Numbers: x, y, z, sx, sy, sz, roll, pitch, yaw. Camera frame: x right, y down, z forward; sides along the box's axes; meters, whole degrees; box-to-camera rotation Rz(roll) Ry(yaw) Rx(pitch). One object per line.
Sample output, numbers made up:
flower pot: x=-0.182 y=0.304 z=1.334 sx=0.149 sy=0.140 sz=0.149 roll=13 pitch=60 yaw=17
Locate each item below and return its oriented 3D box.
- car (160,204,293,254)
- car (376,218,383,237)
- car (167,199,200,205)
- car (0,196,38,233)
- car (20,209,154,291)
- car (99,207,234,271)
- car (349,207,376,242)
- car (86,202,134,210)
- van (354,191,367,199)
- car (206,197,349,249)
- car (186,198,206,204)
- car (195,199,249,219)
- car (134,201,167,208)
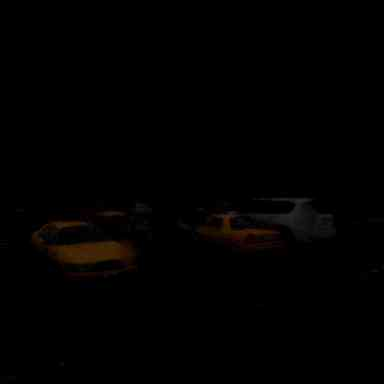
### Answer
car: x=1.026 y=1.492 z=12.959 sx=1.946 sy=1.575 sz=5.366 roll=0 pitch=0 yaw=-35
car: x=7.958 y=1.509 z=17.582 sx=2.163 sy=1.488 sz=4.792 roll=0 pitch=0 yaw=-35
car: x=-1.842 y=1.509 z=26.677 sx=2.163 sy=1.488 sz=4.792 roll=0 pitch=0 yaw=-35
car: x=-10.932 y=1.248 z=20.340 sx=2.435 sy=2.045 sz=5.566 roll=0 pitch=0 yaw=-35
car: x=-3.298 y=1.502 z=9.457 sx=1.946 sy=1.575 sz=5.366 roll=0 pitch=0 yaw=-35
car: x=-1.140 y=1.501 z=11.213 sx=2.231 sy=1.521 sz=4.892 roll=0 pitch=0 yaw=-35
car: x=5.668 y=1.485 z=16.011 sx=2.097 sy=1.535 sz=5.008 roll=0 pitch=0 yaw=-35
car: x=-6.280 y=1.486 z=23.357 sx=1.946 sy=1.575 sz=5.366 roll=0 pitch=0 yaw=-35
van: x=24.629 y=0.411 z=45.539 sx=1.878 sy=1.987 sz=4.442 roll=-1 pitch=1 yaw=-35
car: x=3.386 y=1.238 z=14.430 sx=2.435 sy=2.045 sz=5.566 roll=0 pitch=0 yaw=-35
car: x=0.285 y=1.349 z=28.250 sx=2.185 sy=1.767 sz=4.553 roll=0 pitch=0 yaw=-35
car: x=2.572 y=1.469 z=29.818 sx=2.097 sy=1.535 sz=5.008 roll=0 pitch=0 yaw=-35
car: x=-4.121 y=1.524 z=25.103 sx=2.002 sy=1.452 sz=4.674 roll=0 pitch=0 yaw=-35
